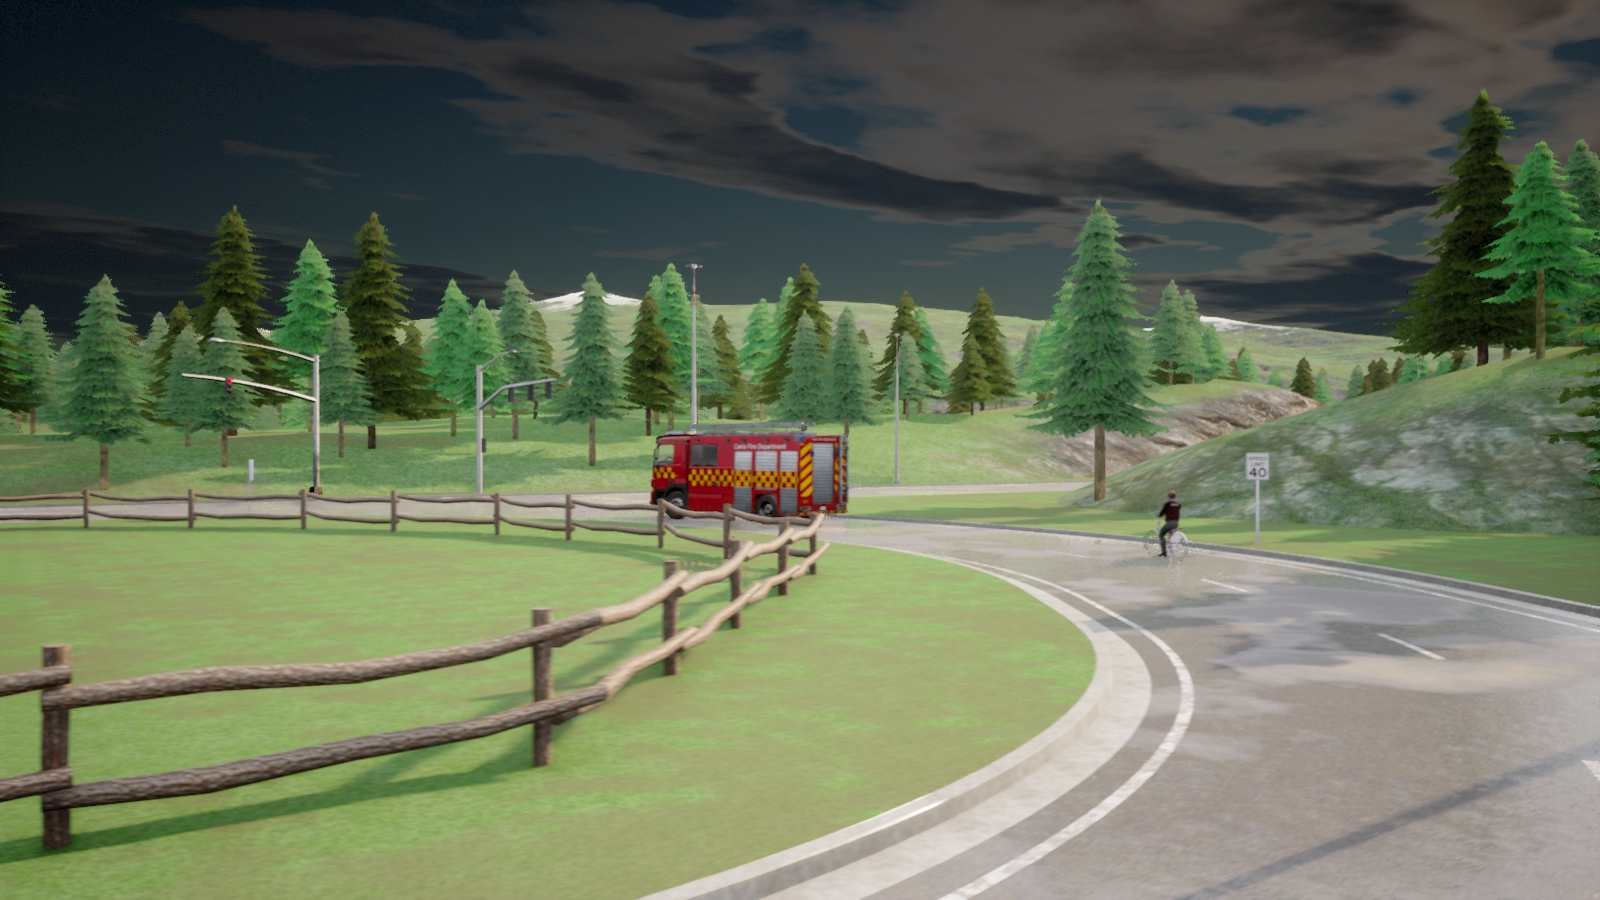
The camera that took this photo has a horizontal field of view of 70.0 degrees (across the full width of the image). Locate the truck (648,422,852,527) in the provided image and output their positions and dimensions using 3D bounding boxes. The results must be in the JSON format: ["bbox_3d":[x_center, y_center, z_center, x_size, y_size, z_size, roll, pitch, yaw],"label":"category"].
[{"bbox_3d":[-2.144,0.882,45.445,8.468,3.827,2.891,0,0,42],"label":"truck"}]

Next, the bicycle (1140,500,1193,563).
[{"bbox_3d":[9.340,2.052,29.178,0.329,1.471,1.835,0,0,-16],"label":"bicycle"}]
